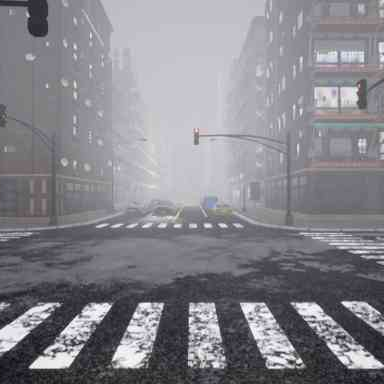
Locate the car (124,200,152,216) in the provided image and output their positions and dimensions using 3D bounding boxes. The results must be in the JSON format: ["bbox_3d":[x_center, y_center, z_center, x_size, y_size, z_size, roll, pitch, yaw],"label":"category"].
[{"bbox_3d":[-5.477,1.565,32.607,2.008,1.369,4.403,1,0,0],"label":"car"}]

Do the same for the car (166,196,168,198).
[{"bbox_3d":[-5.376,1.563,55.069,1.752,1.417,4.829,1,0,0],"label":"car"}]

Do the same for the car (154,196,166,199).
[{"bbox_3d":[-5.370,1.613,49.581,1.802,1.307,4.206,1,0,0],"label":"car"}]

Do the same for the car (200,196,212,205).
[{"bbox_3d":[2.497,1.485,60.962,1.967,1.590,4.097,1,0,0],"label":"car"}]

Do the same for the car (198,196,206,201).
[{"bbox_3d":[2.467,1.626,83.586,1.887,1.381,4.507,1,0,0],"label":"car"}]

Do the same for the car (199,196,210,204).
[{"bbox_3d":[2.489,1.604,66.618,2.008,1.369,4.403,1,0,0],"label":"car"}]

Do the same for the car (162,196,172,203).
[{"bbox_3d":[-5.398,1.612,72.212,2.008,1.369,4.403,1,0,0],"label":"car"}]

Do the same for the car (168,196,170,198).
[{"bbox_3d":[-5.384,1.627,60.896,1.802,1.307,4.206,1,0,0],"label":"car"}]

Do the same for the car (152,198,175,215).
[{"bbox_3d":[-2.794,1.616,34.202,1.895,1.301,4.718,0,0,0],"label":"car"}]

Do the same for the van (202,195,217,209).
[{"bbox_3d":[2.553,1.366,43.996,1.690,1.788,3.998,1,0,0],"label":"van"}]

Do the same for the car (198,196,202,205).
[{"bbox_3d":[2.513,1.346,49.649,2.192,1.841,5.009,1,0,0],"label":"car"}]

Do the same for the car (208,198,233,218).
[{"bbox_3d":[2.665,1.537,30.162,1.752,1.417,4.829,1,0,0],"label":"car"}]
